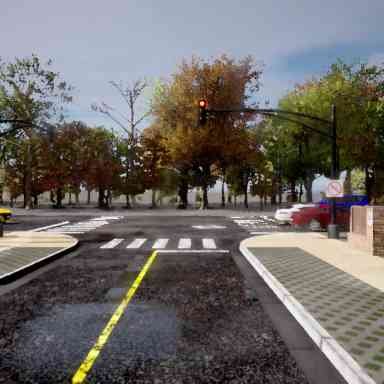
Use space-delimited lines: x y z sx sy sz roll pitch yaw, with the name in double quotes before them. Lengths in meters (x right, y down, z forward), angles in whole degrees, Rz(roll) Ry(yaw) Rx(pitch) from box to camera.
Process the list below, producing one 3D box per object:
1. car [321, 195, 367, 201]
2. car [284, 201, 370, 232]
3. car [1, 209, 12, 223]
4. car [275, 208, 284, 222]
"car" 12.853 1.279 29.626 5.566 2.045 2.150 0 0 0
"car" 8.348 1.507 19.676 5.008 1.535 1.882 0 0 0
"car" -15.091 1.423 22.939 5.008 1.535 1.882 0 0 0
"car" 8.110 1.558 22.916 4.674 1.442 1.812 0 0 0
